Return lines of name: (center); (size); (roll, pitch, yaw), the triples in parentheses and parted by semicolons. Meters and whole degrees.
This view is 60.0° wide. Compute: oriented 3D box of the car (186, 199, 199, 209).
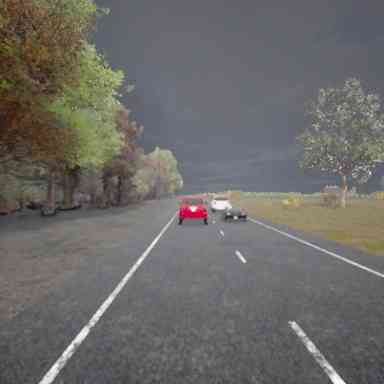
car: (0.091, 1.885, 52.501); (1.994, 1.385, 4.181); (0, 0, 0)

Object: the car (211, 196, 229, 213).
car: (3.525, 1.482, 41.981); (2.150, 2.045, 5.566); (0, 0, 1)

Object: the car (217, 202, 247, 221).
car: (3.498, 1.780, 28.722); (1.895, 1.301, 4.718); (0, 0, 0)

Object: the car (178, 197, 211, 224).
car: (0.096, 1.391, 26.743); (2.150, 2.045, 5.566); (0, 0, 0)
